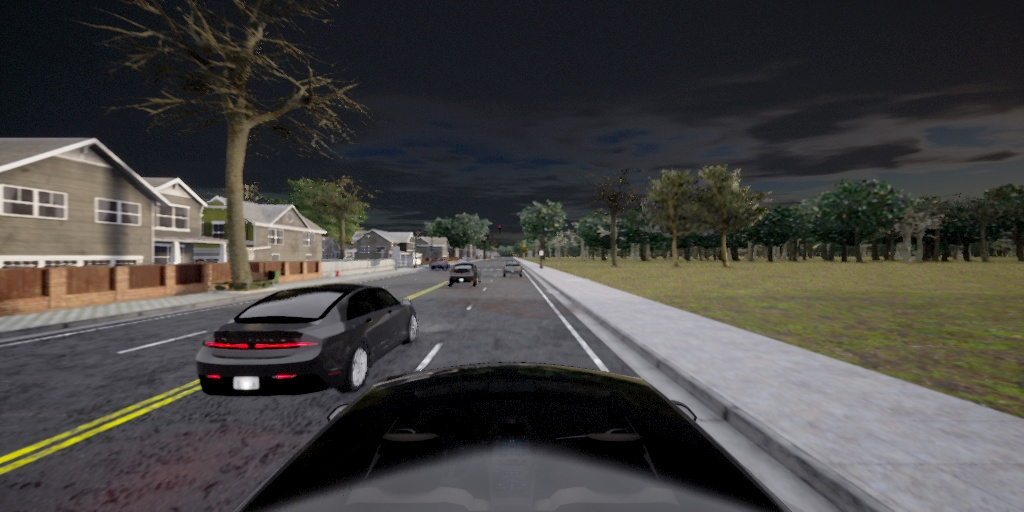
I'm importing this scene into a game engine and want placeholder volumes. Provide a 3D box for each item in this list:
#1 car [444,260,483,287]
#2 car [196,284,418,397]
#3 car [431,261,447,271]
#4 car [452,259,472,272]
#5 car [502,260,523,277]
[{"bbox_3d":[-3.170,1.254,24.857,1.837,1.490,4.892,0,0,0],"label":"car"},{"bbox_3d":[-3.151,1.257,6.671,1.837,1.490,4.892,0,0,0],"label":"car"},{"bbox_3d":[-9.801,1.351,49.194,1.895,1.301,4.718,0,0,0],"label":"car"},{"bbox_3d":[-6.569,1.225,47.470,1.882,1.535,5.008,0,0,0],"label":"car"},{"bbox_3d":[0.068,1.235,35.293,2.128,1.511,4.902,0,0,0],"label":"car"}]
